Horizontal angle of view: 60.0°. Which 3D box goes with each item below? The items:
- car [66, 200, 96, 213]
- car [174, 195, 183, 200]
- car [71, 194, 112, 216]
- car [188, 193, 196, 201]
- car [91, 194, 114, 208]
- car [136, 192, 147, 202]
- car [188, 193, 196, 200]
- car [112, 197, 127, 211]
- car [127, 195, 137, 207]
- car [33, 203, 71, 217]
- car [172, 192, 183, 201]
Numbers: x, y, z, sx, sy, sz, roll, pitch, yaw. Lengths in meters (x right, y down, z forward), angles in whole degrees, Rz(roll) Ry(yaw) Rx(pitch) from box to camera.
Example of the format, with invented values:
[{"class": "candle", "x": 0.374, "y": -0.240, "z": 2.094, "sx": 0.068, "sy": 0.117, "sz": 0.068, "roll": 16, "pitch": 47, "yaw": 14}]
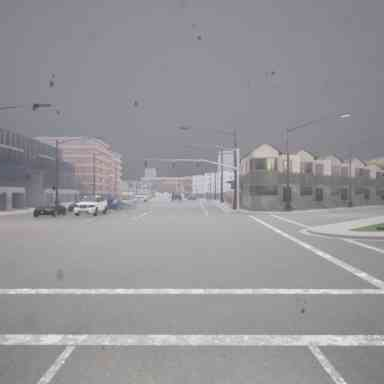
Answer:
[{"class": "car", "x": -14.131, "y": 1.760, "z": 42.543, "sx": 2.033, "sy": 1.411, "sz": 5.357, "roll": 0, "pitch": 0, "yaw": 0}, {"class": "car", "x": -3.566, "y": 1.474, "z": 87.771, "sx": 2.128, "sy": 1.511, "sz": 4.902, "roll": 0, "pitch": -2, "yaw": 0}, {"class": "car", "x": -10.625, "y": 1.416, "z": 35.315, "sx": 2.150, "sy": 2.045, "sz": 5.566, "roll": 0, "pitch": 0, "yaw": 1}, {"class": "car", "x": -0.058, "y": 1.416, "z": 77.792, "sx": 1.895, "sy": 1.301, "sz": 4.718, "roll": 0, "pitch": -1, "yaw": 0}, {"class": "car", "x": -14.130, "y": 1.331, "z": 53.042, "sx": 2.150, "sy": 2.045, "sz": 5.566, "roll": 0, "pitch": 1, "yaw": 0}, {"class": "car", "x": -10.551, "y": 1.071, "z": 68.801, "sx": 2.150, "sy": 2.045, "sz": 5.566, "roll": 0, "pitch": 1, "yaw": 0}, {"class": "car", "x": -0.066, "y": 1.134, "z": 87.751, "sx": 2.097, "sy": 1.767, "sz": 4.553, "roll": 0, "pitch": -2, "yaw": 0}, {"class": "car", "x": -10.631, "y": 1.673, "z": 45.052, "sx": 1.882, "sy": 1.535, "sz": 5.008, "roll": 0, "pitch": 0, "yaw": 0}, {"class": "car", "x": -10.631, "y": 1.622, "z": 54.136, "sx": 1.812, "sy": 1.442, "sz": 4.674, "roll": 0, "pitch": 1, "yaw": 0}, {"class": "car", "x": -14.125, "y": 1.749, "z": 33.308, "sx": 1.994, "sy": 1.385, "sz": 4.181, "roll": 0, "pitch": 0, "yaw": 0}, {"class": "car", "x": -3.557, "y": 1.047, "z": 77.078, "sx": 2.150, "sy": 2.045, "sz": 5.566, "roll": 0, "pitch": 0, "yaw": 0}]
